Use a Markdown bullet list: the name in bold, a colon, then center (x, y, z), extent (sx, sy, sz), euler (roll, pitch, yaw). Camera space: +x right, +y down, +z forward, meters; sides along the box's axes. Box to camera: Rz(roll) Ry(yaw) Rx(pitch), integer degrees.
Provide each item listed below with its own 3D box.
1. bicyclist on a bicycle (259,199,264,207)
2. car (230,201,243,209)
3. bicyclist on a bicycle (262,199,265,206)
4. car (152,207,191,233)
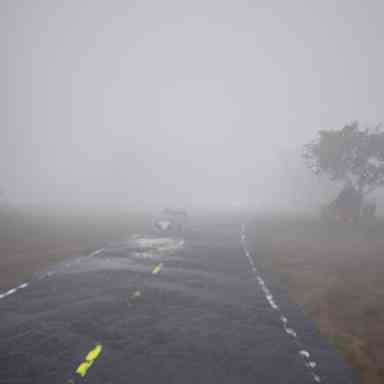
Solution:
- **bicyclist on a bicycle**: center (14.633, 2.395, 70.396), extent (0.866, 1.612, 1.509), euler (0, -1, 15)
- **car**: center (8.407, 2.358, 61.830), extent (1.812, 1.442, 4.674), euler (0, -1, 15)
- **bicyclist on a bicycle**: center (16.921, 2.535, 79.101), extent (0.582, 1.620, 1.656), euler (0, -1, 15)
- **car**: center (-1.236, 1.771, 21.777), extent (2.128, 1.511, 4.902), euler (0, -1, 9)
